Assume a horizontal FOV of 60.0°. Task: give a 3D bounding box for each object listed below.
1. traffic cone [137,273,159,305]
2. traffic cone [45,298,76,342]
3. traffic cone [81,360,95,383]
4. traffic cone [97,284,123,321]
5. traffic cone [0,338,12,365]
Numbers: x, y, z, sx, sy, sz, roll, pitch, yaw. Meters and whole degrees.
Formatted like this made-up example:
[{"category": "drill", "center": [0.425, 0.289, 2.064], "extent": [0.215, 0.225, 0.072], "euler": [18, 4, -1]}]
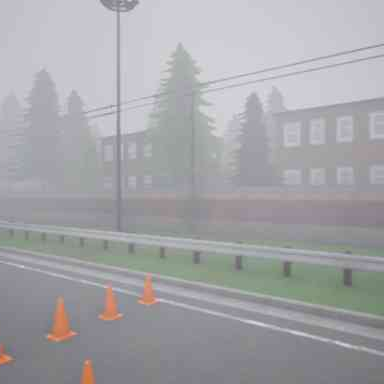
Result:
[{"category": "traffic cone", "center": [-0.915, 1.987, 6.901], "extent": [0.340, 0.580, 0.340], "euler": [0, 0, 36]}, {"category": "traffic cone", "center": [-2.079, 1.984, 5.275], "extent": [0.340, 0.580, 0.340], "euler": [0, 0, 36]}, {"category": "traffic cone", "center": [-1.035, 1.972, 3.298], "extent": [0.340, 0.580, 0.340], "euler": [0, 0, 36]}, {"category": "traffic cone", "center": [-1.497, 1.986, 6.088], "extent": [0.340, 0.580, 0.340], "euler": [0, 0, 36]}, {"category": "traffic cone", "center": [-2.661, 1.983, 4.462], "extent": [0.340, 0.580, 0.340], "euler": [0, 0, 36]}]
